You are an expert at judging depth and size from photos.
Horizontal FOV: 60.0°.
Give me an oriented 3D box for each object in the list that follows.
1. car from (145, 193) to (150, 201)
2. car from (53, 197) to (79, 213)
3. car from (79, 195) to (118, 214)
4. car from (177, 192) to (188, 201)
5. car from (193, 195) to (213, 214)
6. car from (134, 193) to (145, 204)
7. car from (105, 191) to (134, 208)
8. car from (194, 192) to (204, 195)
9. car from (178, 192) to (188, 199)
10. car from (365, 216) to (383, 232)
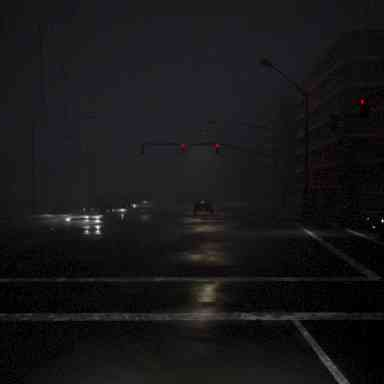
[{"bbox_3d":[-9.117,0.948,63.548,2.033,1.411,5.357,0,1,1],"label":"car"},{"bbox_3d":[-13.020,1.346,35.392,1.882,1.535,5.008,0,1,1],"label":"car"},{"bbox_3d":[-9.532,1.369,34.327,2.128,1.511,4.902,0,1,1],"label":"car"},{"bbox_3d":[-1.958,0.917,65.208,2.033,1.411,5.357,0,1,1],"label":"car"},{"bbox_3d":[1.136,1.363,34.378,2.128,1.511,4.902,0,1,1],"label":"car"},{"bbox_3d":[-9.299,1.132,53.013,2.033,1.411,5.357,0,1,1],"label":"car"},{"bbox_3d":[-9.418,1.106,43.368,2.097,1.767,4.553,0,1,1],"label":"car"},{"bbox_3d":[1.452,0.711,65.726,2.097,1.767,4.553,0,1,1],"label":"car"},{"bbox_3d":[-1.924,0.741,75.859,2.033,1.411,5.357,0,1,1],"label":"car"},{"bbox_3d":[12.126,1.601,18.160,4.718,1.301,1.895,0,0,0],"label":"car"}]
